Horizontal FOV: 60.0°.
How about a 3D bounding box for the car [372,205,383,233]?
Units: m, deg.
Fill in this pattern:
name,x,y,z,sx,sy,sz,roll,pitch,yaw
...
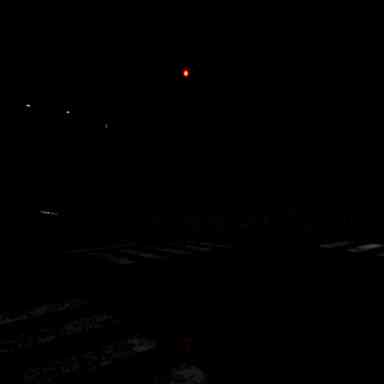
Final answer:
name,x,y,z,sx,sy,sz,roll,pitch,yaw
car,11.607,1.257,17.983,5.009,1.841,2.192,0,1,-42
